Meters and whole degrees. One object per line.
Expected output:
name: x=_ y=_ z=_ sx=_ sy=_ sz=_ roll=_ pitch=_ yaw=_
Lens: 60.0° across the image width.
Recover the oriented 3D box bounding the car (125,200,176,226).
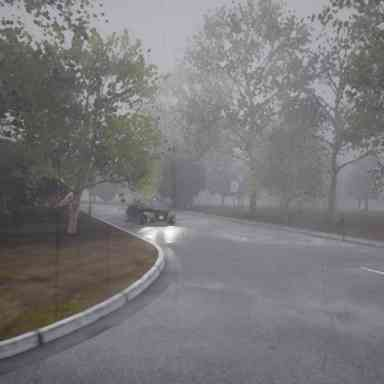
car: x=-2.525 y=1.150 z=19.577 sx=1.994 sy=1.385 sz=4.181 roll=1 pitch=0 yaw=-27
